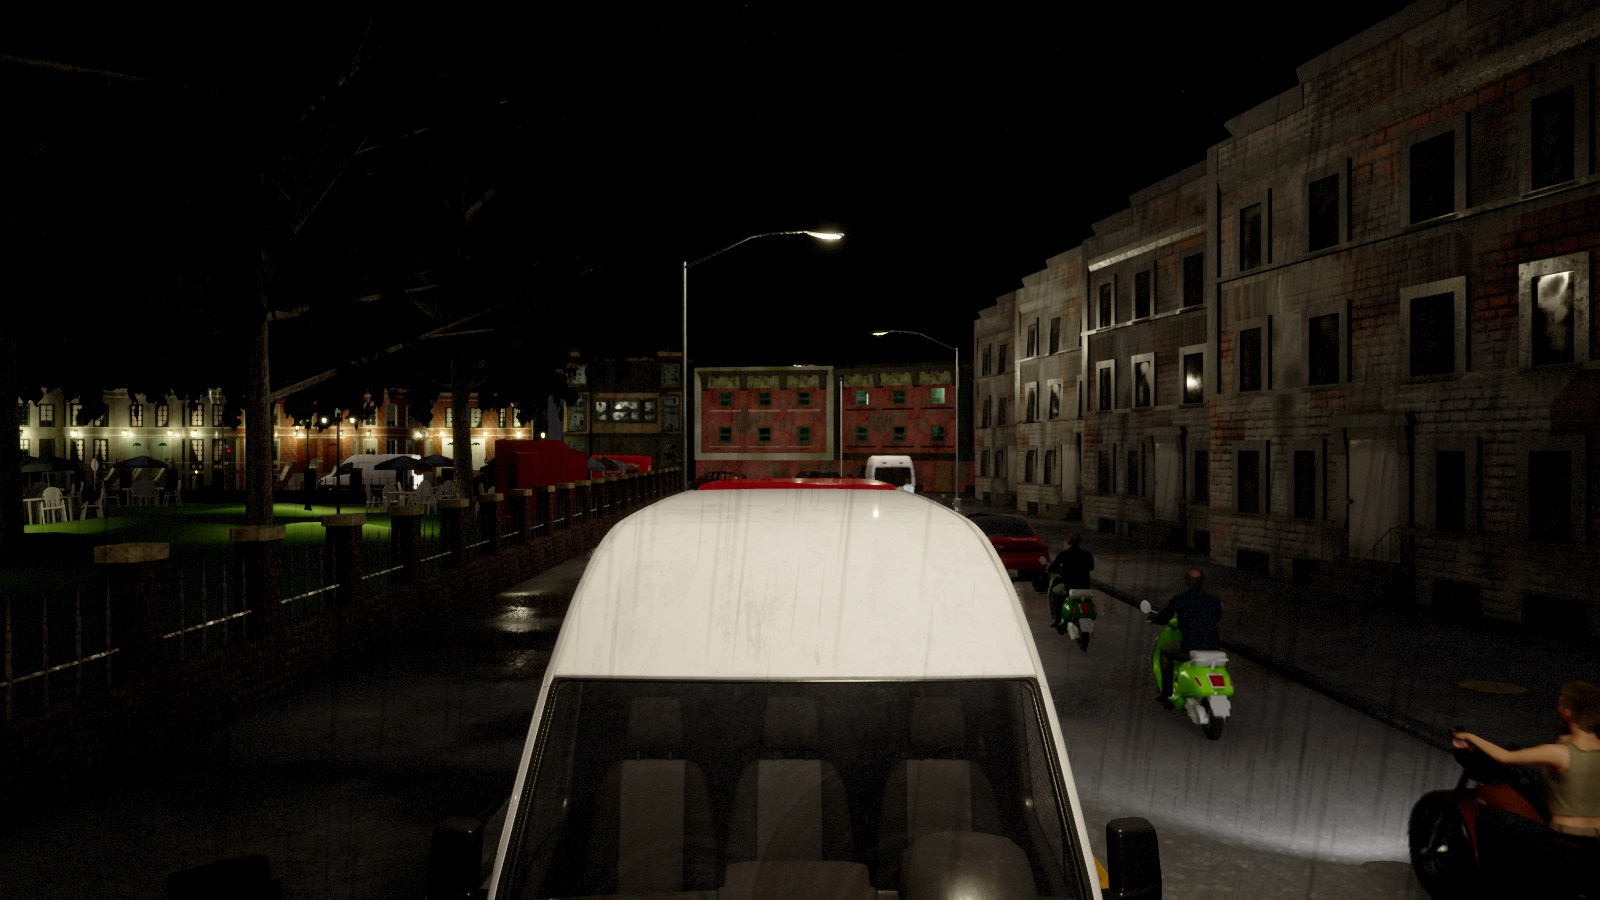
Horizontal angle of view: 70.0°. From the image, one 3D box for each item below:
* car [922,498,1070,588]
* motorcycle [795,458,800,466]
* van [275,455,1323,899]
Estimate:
[{"bbox_3d":[3.931,1.841,23.806,2.231,1.480,4.892,0,0,0],"label":"car"},{"bbox_3d":[-0.384,1.962,183.190,0.856,1.236,1.805,0,0,0],"label":"motorcycle"},{"bbox_3d":[-0.006,1.314,5.127,1.988,2.561,5.915,0,0,0],"label":"van"}]
